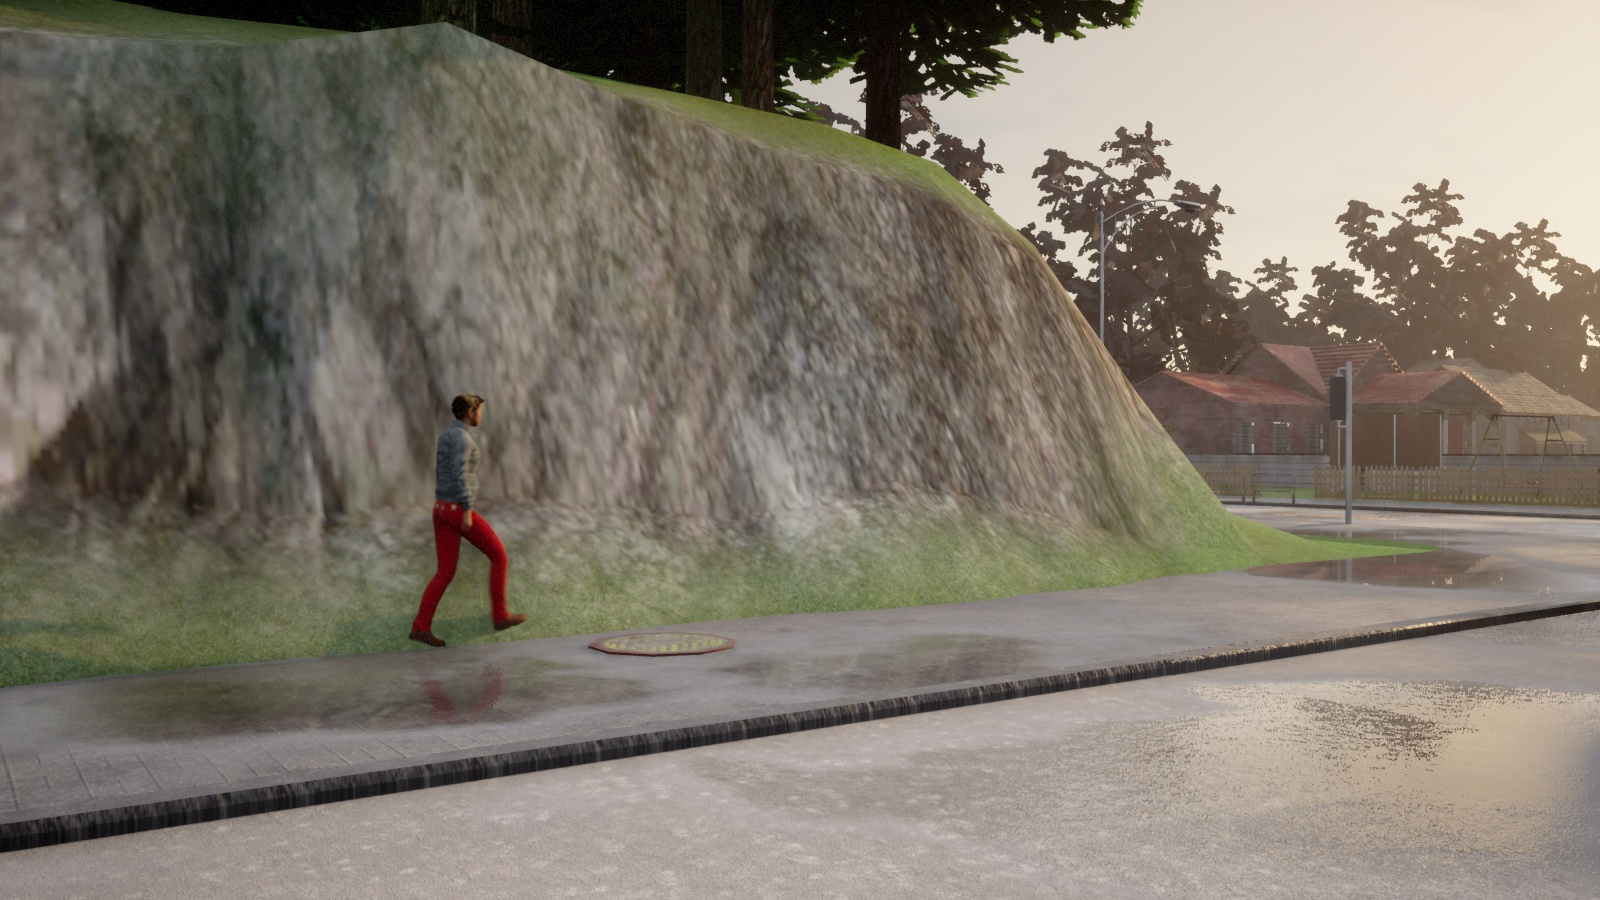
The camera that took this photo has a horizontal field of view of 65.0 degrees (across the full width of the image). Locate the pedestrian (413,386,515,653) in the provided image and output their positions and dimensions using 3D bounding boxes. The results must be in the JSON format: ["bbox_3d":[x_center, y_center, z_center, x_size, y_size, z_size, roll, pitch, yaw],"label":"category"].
[{"bbox_3d":[-2.413,0.482,9.031,0.614,1.847,0.353,0,0,-38],"label":"pedestrian"}]
